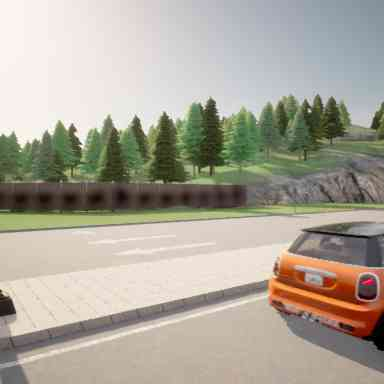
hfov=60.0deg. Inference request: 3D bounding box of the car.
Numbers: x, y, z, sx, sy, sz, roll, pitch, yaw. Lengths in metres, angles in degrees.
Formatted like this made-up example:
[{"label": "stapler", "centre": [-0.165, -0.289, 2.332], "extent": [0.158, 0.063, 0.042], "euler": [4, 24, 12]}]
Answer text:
[{"label": "car", "centre": [3.602, 1.353, 6.321], "extent": [4.553, 1.767, 2.097], "euler": [0, 0, -35]}]
